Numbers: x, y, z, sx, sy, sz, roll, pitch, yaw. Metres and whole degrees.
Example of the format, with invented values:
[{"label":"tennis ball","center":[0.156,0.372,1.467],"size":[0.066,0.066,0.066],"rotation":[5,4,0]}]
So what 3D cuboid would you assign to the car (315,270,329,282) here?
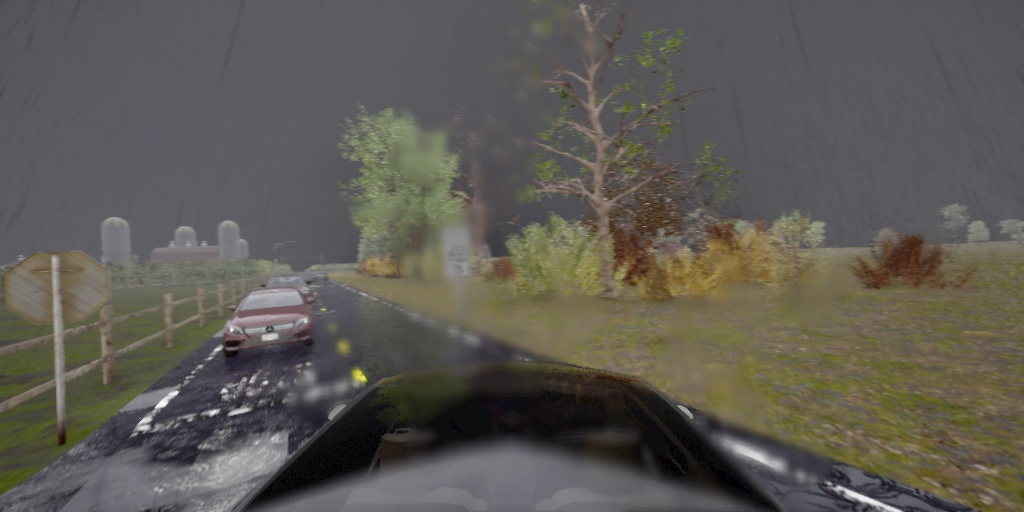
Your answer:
[{"label":"car","center":[-26.626,2.748,49.809],"size":[2.128,1.511,4.902],"rotation":[-3,0,-31]}]

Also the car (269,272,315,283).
[{"label":"car","center":[-11.663,1.750,18.620],"size":[2.097,1.767,4.553],"rotation":[-3,0,-31]}]

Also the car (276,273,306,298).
[{"label":"car","center":[-17.193,2.211,28.043],"size":[1.837,1.490,4.892],"rotation":[-3,1,-30]}]

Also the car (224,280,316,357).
[{"label":"car","center":[-6.653,1.640,10.118],"size":[1.812,1.442,4.674],"rotation":[-3,0,-30]}]
